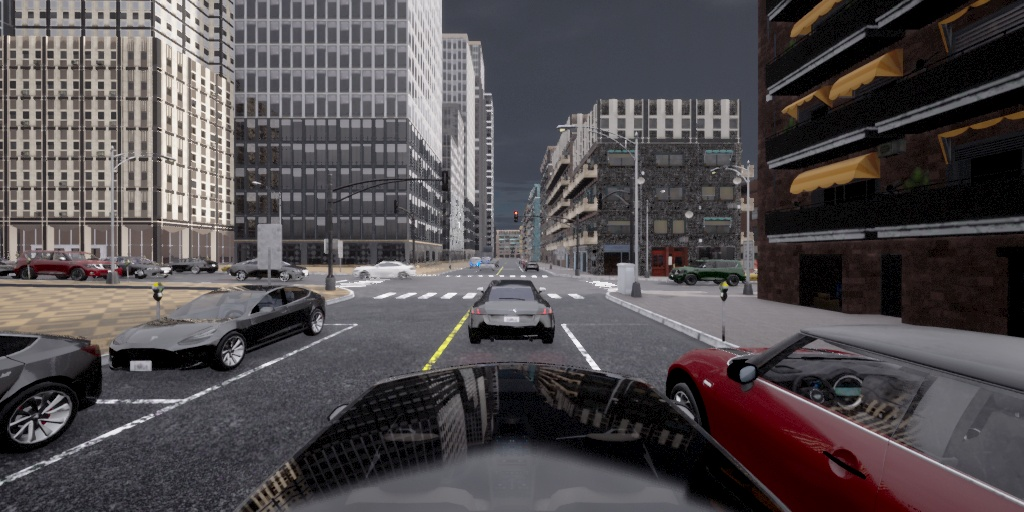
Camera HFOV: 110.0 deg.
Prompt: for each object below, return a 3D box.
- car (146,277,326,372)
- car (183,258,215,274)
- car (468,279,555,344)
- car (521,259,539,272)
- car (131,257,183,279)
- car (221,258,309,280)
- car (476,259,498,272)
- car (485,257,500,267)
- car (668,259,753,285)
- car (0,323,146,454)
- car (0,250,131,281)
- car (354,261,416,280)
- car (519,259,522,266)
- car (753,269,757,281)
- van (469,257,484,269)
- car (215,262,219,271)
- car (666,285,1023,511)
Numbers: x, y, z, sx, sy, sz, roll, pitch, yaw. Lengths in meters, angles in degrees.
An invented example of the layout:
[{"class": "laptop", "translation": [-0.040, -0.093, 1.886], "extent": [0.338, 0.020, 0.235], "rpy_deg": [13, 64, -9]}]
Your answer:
[{"class": "car", "translation": [-5.702, 1.315, 7.684], "extent": [1.948, 1.339, 4.313], "rpy_deg": [0, 0, 0]}, {"class": "car", "translation": [-27.561, 0.816, 30.575], "extent": [4.313, 1.339, 1.948], "rpy_deg": [0, 0, -1]}, {"class": "car", "translation": [-0.015, 1.314, 9.616], "extent": [1.994, 1.385, 4.181], "rpy_deg": [0, 0, 0]}, {"class": "car", "translation": [2.575, 1.319, 47.351], "extent": [1.948, 1.339, 4.313], "rpy_deg": [0, 0, 0]}, {"class": "car", "translation": [-26.360, 0.780, 24.802], "extent": [4.902, 1.511, 2.128], "rpy_deg": [1, 0, -1]}, {"class": "car", "translation": [-16.787, 0.959, 24.939], "extent": [4.902, 1.511, 2.128], "rpy_deg": [1, 0, -1]}, {"class": "car", "translation": [-3.214, 1.355, 46.707], "extent": [1.895, 1.301, 4.718], "rpy_deg": [0, 0, 0]}, {"class": "car", "translation": [-3.224, 1.265, 62.699], "extent": [1.837, 1.490, 4.892], "rpy_deg": [0, -1, 0]}, {"class": "car", "translation": [15.514, 1.290, 28.581], "extent": [5.566, 2.045, 2.150], "rpy_deg": [1, 0, -1]}, {"class": "car", "translation": [-5.688, 1.316, 2.437], "extent": [1.948, 1.339, 4.313], "rpy_deg": [0, 0, 0]}, {"class": "car", "translation": [-27.436, 0.591, 22.195], "extent": [5.009, 1.841, 2.192], "rpy_deg": [0, 0, -1]}, {"class": "car", "translation": [-10.046, 1.110, 28.564], "extent": [4.674, 1.442, 1.812], "rpy_deg": [1, 1, -18]}, {"class": "car", "translation": [2.548, 1.301, 57.318], "extent": [1.888, 1.381, 4.507], "rpy_deg": [0, 0, 0]}, {"class": "car", "translation": [21.291, 1.698, 31.256], "extent": [4.829, 1.417, 1.751], "rpy_deg": [0, 0, -1]}, {"class": "van", "translation": [-5.833, 1.097, 57.295], "extent": [1.690, 1.789, 3.998], "rpy_deg": [0, 0, 0]}, {"class": "car", "translation": [-22.117, 0.880, 30.739], "extent": [4.829, 1.417, 1.751], "rpy_deg": [0, 0, -1]}, {"class": "car", "translation": [2.693, 1.190, 2.460], "extent": [1.967, 1.591, 4.097], "rpy_deg": [0, 0, 0]}]
